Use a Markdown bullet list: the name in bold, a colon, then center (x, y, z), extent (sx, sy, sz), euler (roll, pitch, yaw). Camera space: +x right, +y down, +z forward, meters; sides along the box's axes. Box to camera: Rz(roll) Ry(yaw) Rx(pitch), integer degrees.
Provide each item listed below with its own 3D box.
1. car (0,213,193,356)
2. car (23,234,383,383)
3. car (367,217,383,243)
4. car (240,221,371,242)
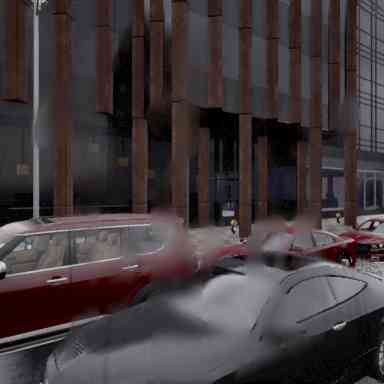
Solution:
- **car**: center (-2.174, 1.315, 5.095), extent (5.009, 1.841, 2.192), euler (0, 0, -35)
- **car**: center (0.773, 1.525, 3.922), extent (4.674, 1.442, 1.812), euler (0, 0, -35)
- **car**: center (6.723, 1.547, 11.416), extent (4.507, 1.381, 1.887), euler (0, 0, -35)
- **car**: center (2.274, 1.545, 8.255), extent (4.507, 1.381, 1.887), euler (0, 0, -35)
